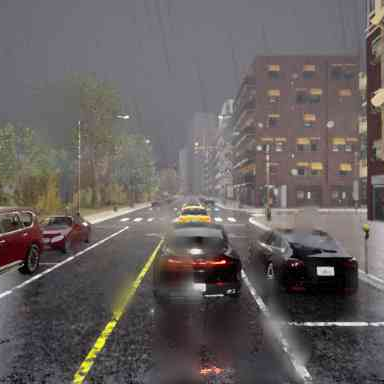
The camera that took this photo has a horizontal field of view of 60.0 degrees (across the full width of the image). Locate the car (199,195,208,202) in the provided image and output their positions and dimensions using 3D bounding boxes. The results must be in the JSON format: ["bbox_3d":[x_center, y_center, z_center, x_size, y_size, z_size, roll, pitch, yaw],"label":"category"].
[{"bbox_3d":[2.714,1.492,80.743,1.967,1.590,4.097,1,0,0],"label":"car"}]

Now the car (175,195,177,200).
[{"bbox_3d":[-5.159,1.609,85.593,2.008,1.369,4.403,1,0,0],"label":"car"}]

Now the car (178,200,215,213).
[{"bbox_3d":[0.132,1.461,19.060,1.801,1.575,5.366,0,0,0],"label":"car"}]

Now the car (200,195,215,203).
[{"bbox_3d":[2.664,1.574,52.327,2.008,1.369,4.403,1,0,0],"label":"car"}]

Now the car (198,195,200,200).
[{"bbox_3d":[2.693,1.621,69.376,1.802,1.307,4.206,1,0,0],"label":"car"}]

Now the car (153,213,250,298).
[{"bbox_3d":[0.114,1.507,8.526,1.837,1.490,4.892,0,0,0],"label":"car"}]

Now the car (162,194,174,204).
[{"bbox_3d":[-5.196,1.348,62.889,2.192,1.841,5.009,1,0,0],"label":"car"}]

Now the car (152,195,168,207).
[{"bbox_3d":[-5.218,1.568,51.537,1.887,1.381,4.507,1,0,0],"label":"car"}]

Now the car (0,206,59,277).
[{"bbox_3d":[-5.292,1.317,7.767,2.192,1.841,5.009,1,0,0],"label":"car"}]

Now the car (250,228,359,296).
[{"bbox_3d":[2.587,1.568,8.510,1.947,1.339,4.313,1,0,0],"label":"car"}]

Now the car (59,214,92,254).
[{"bbox_3d":[-5.285,1.585,13.422,1.802,1.307,4.206,1,0,0],"label":"car"}]
